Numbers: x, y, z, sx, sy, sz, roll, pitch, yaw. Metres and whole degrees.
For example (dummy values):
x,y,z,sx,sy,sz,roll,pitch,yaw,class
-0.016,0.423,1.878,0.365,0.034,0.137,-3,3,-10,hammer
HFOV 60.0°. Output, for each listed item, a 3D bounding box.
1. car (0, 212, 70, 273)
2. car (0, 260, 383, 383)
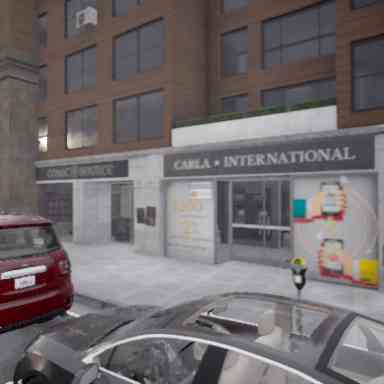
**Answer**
x,y,z,sx,sy,sz,roll,pitch,yaw,class
-4.169,1.270,5.835,5.009,1.841,2.192,0,0,36,car
0.290,1.542,2.649,4.403,1.369,2.008,0,0,36,car
